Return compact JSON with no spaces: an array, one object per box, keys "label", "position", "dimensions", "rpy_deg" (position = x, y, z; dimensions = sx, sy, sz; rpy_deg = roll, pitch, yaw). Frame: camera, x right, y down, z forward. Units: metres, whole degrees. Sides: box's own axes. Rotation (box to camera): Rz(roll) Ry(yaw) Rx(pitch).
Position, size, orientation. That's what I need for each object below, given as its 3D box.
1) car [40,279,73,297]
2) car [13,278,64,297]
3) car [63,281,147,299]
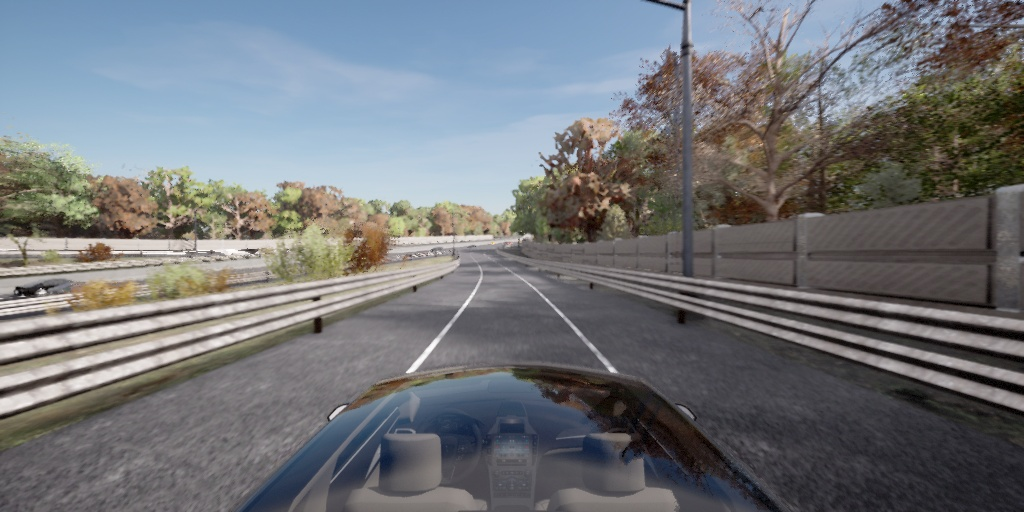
[{"label":"car","position":[-38.511,2.935,32.328],"dimensions":[1.994,1.385,4.181],"rpy_deg":[1,4,15]},{"label":"car","position":[-41.909,2.799,33.166],"dimensions":[1.882,1.535,5.008],"rpy_deg":[1,4,15]},{"label":"car","position":[-35.118,2.948,31.465],"dimensions":[1.812,1.442,4.674],"rpy_deg":[1,4,15]}]
